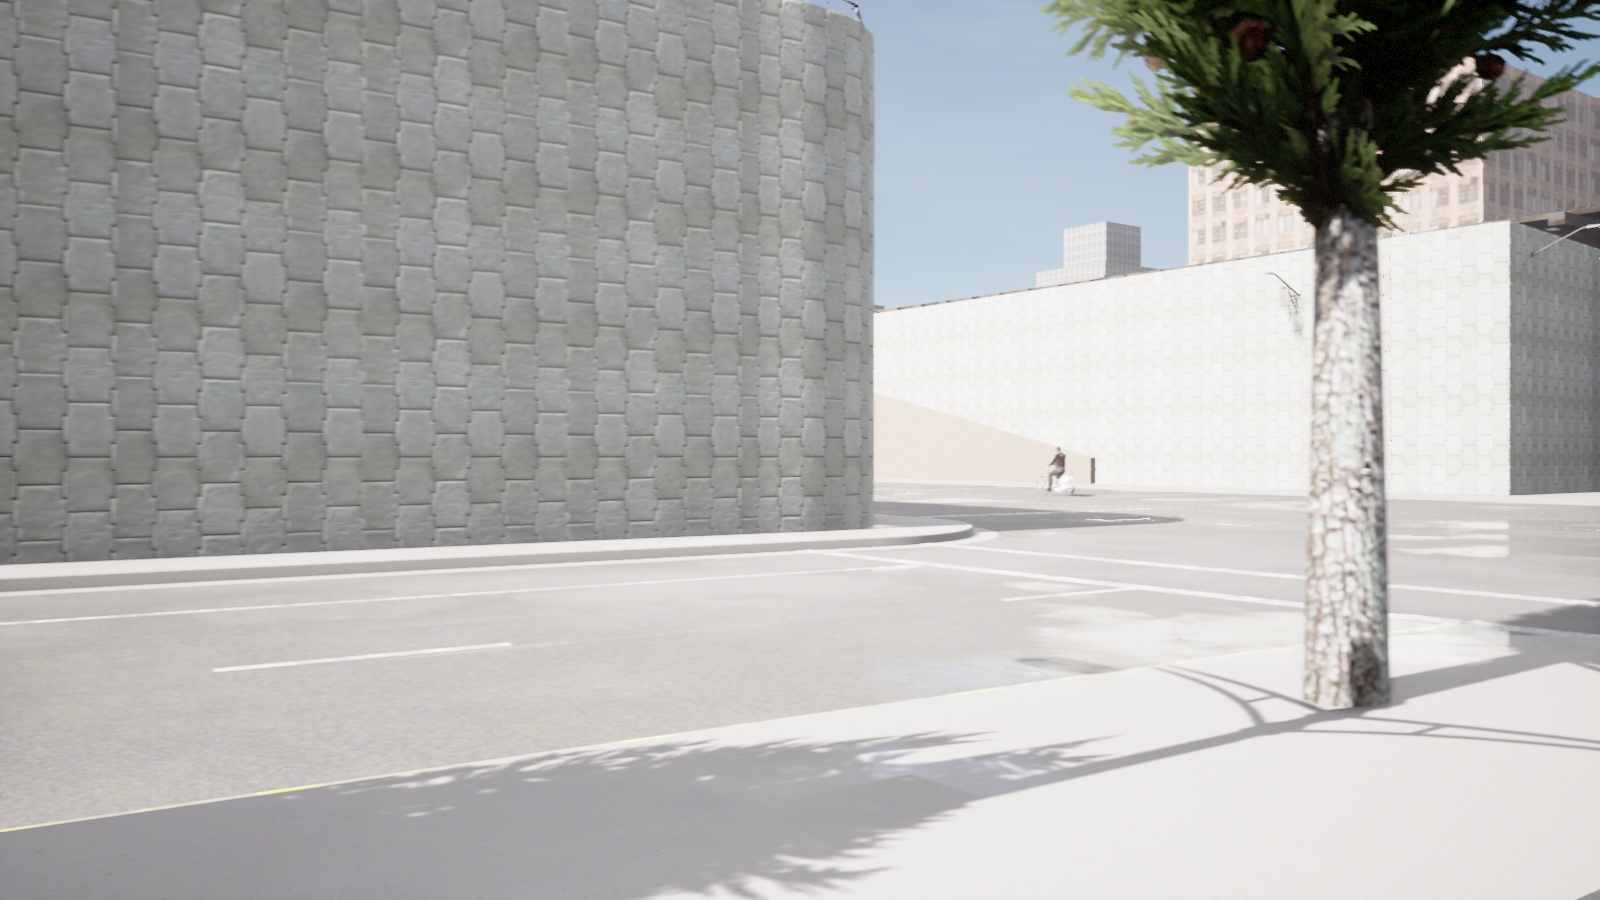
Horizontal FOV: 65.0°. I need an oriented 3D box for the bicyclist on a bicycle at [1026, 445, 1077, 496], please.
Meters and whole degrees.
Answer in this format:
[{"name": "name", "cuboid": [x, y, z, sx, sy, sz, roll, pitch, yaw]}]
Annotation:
[{"name": "bicyclist on a bicycle", "cuboid": [8.802, 0.704, 44.019, 0.659, 1.776, 1.843, 0, 0, -34]}]
